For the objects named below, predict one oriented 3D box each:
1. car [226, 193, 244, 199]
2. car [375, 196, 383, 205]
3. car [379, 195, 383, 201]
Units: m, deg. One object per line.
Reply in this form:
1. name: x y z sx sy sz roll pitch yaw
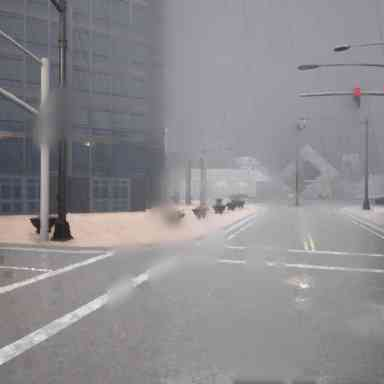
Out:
1. car: 11.099 1.225 88.965 2.128 1.511 4.902 0 0 40
2. car: 31.756 1.427 53.206 4.902 1.511 2.128 0 0 -17
3. car: 48.678 1.414 81.373 1.837 1.490 4.892 0 0 -29
